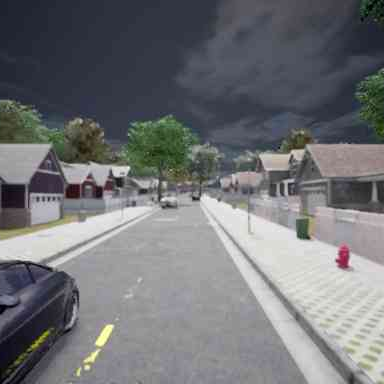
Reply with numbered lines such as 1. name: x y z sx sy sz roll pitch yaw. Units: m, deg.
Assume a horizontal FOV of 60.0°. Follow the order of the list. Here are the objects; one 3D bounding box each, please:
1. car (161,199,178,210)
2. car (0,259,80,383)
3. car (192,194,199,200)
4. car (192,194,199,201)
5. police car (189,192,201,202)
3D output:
1. car: -2.823 1.527 42.486 1.994 1.385 4.181 0 0 0
2. car: -2.853 1.572 3.975 1.994 1.385 4.181 0 0 -1
3. car: 0.847 1.230 87.567 1.837 1.490 4.892 0 0 0
4. car: 0.845 1.265 81.565 1.837 1.490 4.892 0 0 0
5. police car: 0.843 1.242 71.672 1.930 1.638 5.238 0 0 0
